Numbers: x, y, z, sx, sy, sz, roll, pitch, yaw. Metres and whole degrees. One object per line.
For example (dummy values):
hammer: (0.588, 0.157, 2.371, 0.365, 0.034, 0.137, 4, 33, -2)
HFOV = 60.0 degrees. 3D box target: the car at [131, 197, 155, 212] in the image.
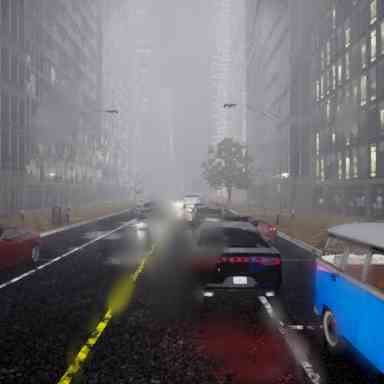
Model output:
car: (-5.765, 1.548, 37.734, 2.008, 1.369, 4.403, 0, 0, 0)

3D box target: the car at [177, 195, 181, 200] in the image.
car: (-3.180, 1.460, 91.241, 2.033, 1.411, 5.357, 0, 0, 0)

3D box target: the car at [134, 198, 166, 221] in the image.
car: (-3.153, 1.504, 26.965, 1.837, 1.490, 4.892, 0, 0, 0)

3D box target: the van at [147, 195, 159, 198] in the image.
van: (-5.787, 1.328, 49.119, 1.690, 1.788, 3.998, 0, 0, 0)

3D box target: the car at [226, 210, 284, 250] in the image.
car: (2.661, 1.582, 14.977, 1.802, 1.307, 4.206, 0, 0, 0)

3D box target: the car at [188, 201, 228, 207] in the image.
car: (0.862, 1.505, 18.608, 1.837, 1.490, 4.892, 0, 0, 0)

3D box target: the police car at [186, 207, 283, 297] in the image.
police car: (0.883, 1.425, 8.718, 1.930, 1.638, 5.238, 0, 0, 0)

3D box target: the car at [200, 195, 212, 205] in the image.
car: (2.571, 1.410, 60.517, 1.967, 1.590, 4.097, 0, 0, 0)

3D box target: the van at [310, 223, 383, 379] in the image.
van: (2.683, 1.341, 3.593, 1.690, 1.788, 3.998, 0, 0, 0)

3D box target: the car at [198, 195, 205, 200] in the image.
car: (2.515, 1.463, 88.980, 1.887, 1.381, 4.507, 0, 0, 0)

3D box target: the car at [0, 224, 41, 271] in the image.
car: (-5.709, 1.582, 9.271, 1.802, 1.307, 4.206, 0, 0, 0)

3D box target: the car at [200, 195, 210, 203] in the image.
car: (2.560, 1.401, 66.209, 1.967, 1.590, 4.097, 0, 0, 0)

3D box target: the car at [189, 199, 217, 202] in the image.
car: (0.851, 1.504, 24.609, 1.837, 1.490, 4.892, 0, 0, 0)

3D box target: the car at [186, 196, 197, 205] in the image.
car: (-0.120, 1.496, 60.184, 1.812, 1.442, 4.674, 0, 0, 0)

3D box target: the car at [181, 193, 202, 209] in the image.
car: (-0.084, 1.212, 45.806, 2.150, 2.045, 5.566, 0, 0, 0)

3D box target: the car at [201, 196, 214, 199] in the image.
car: (2.605, 1.544, 43.440, 2.008, 1.369, 4.403, 0, 0, 0)
